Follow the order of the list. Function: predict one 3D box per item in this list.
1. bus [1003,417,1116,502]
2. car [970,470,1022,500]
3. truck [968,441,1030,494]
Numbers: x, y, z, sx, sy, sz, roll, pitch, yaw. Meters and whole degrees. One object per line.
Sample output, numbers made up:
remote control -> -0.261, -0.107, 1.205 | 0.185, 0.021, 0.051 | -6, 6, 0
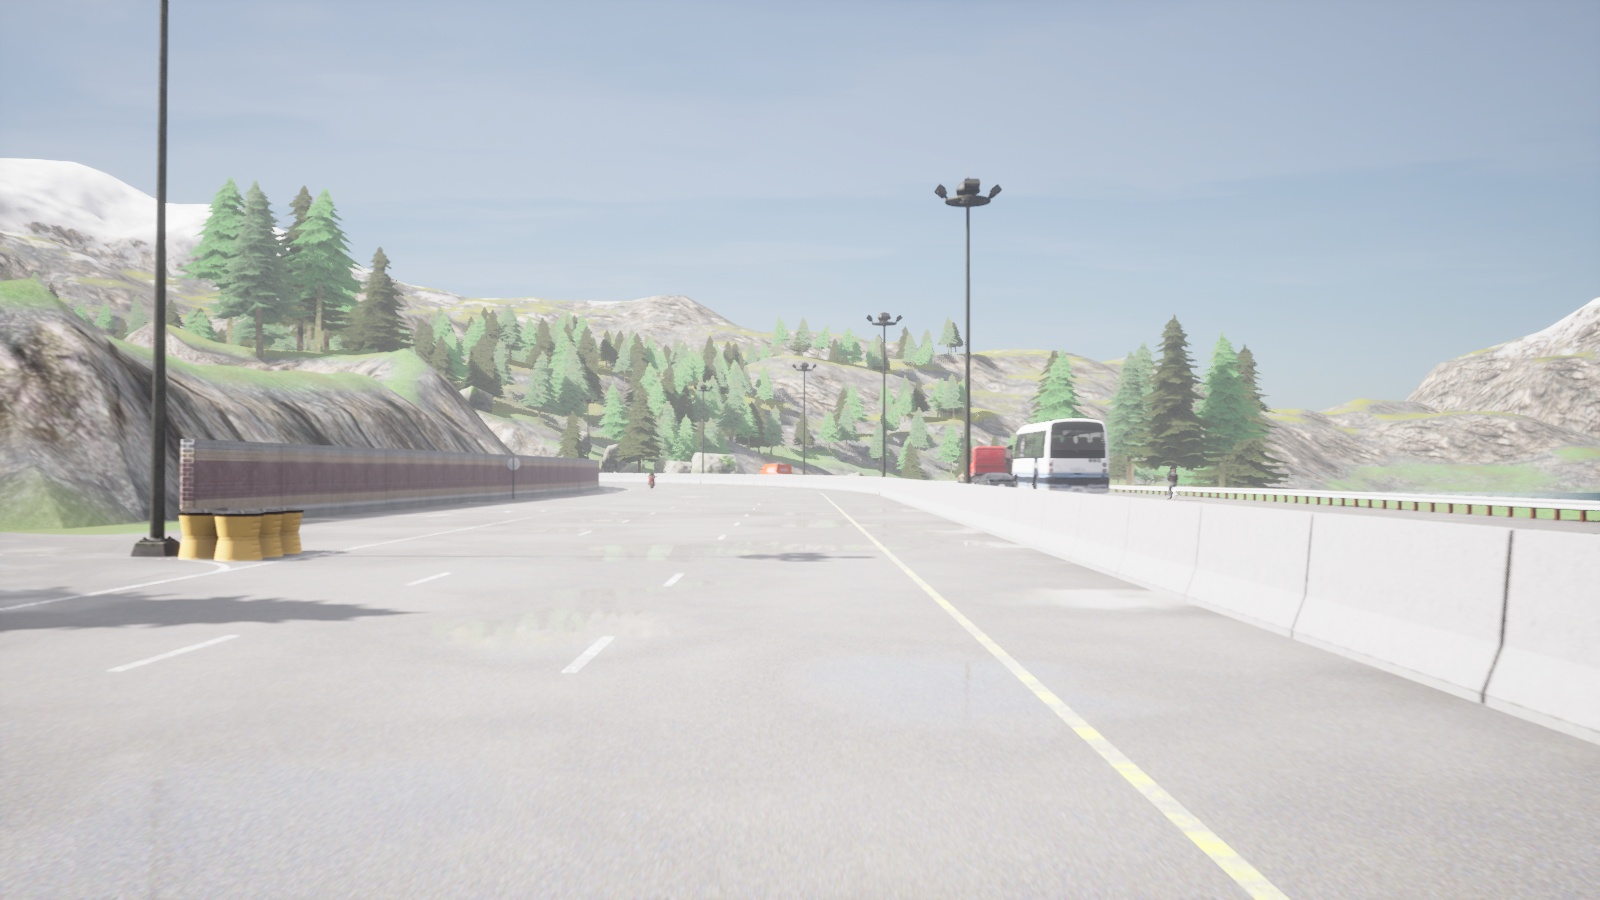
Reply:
bus -> 13.835, 0.522, 68.085 | 3.944, 4.253, 10.273 | 0, -1, 0
car -> 10.344, 1.834, 66.550 | 2.007, 1.525, 4.514 | 0, -1, 0
truck -> 13.730, 1.238, 87.215 | 2.891, 3.462, 7.936 | 0, -1, -1
